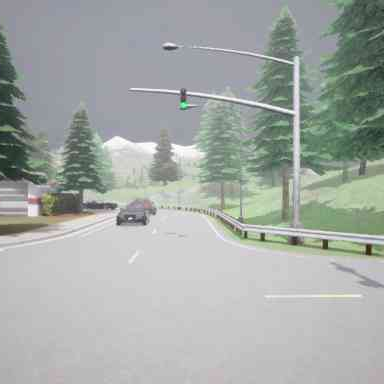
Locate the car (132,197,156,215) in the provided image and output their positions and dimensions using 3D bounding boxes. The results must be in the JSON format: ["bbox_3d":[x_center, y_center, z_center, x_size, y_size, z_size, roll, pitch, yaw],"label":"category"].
[{"bbox_3d":[-5.033,1.352,33.619,2.097,1.767,4.553,0,0,-20],"label":"car"}]

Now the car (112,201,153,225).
[{"bbox_3d":[-4.140,1.564,23.834,1.994,1.385,4.181,0,0,-2],"label":"car"}]

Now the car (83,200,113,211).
[{"bbox_3d":[-11.654,1.608,41.318,4.718,1.301,1.895,0,0,14],"label":"car"}]
